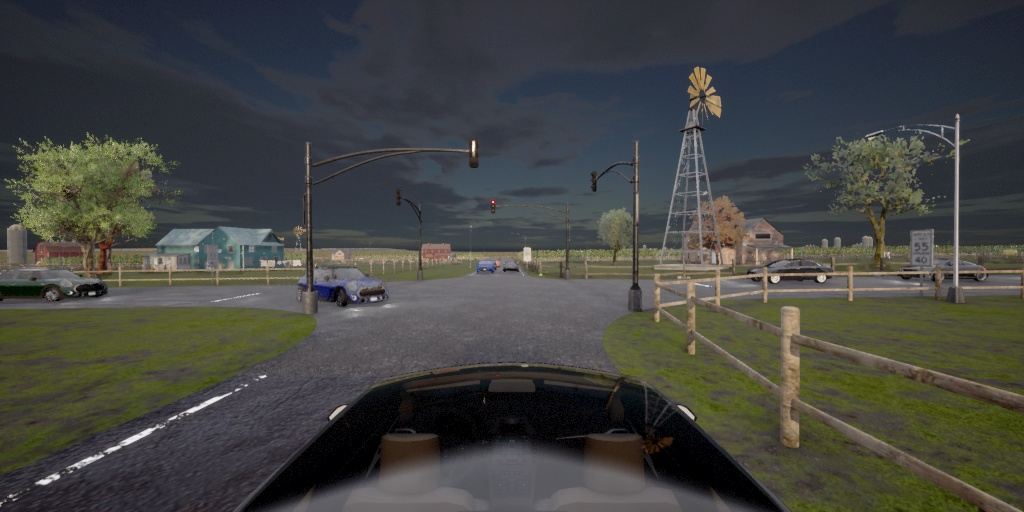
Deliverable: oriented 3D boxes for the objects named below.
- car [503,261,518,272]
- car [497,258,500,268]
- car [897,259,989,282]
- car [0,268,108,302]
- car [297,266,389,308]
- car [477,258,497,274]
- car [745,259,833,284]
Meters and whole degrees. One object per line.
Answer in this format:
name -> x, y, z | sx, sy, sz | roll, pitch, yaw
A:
car -> -0.167, 1.309, 46.839 | 1.994, 1.385, 4.181 | 0, 0, 0
car -> -3.122, 1.293, 51.886 | 2.033, 1.411, 5.357 | 0, 0, -1
car -> 27.542, 0.885, 23.028 | 4.181, 1.385, 1.994 | -1, 1, 0
car -> -24.623, 1.445, 19.083 | 4.553, 1.767, 2.097 | -1, 1, 0
car -> -7.740, 1.254, 16.394 | 4.553, 1.767, 2.097 | 0, 1, 32
car -> -3.051, 1.222, 41.982 | 1.882, 1.535, 5.008 | 0, 0, -1
car -> 17.684, 0.957, 22.984 | 4.892, 1.490, 1.837 | -1, 1, 0
